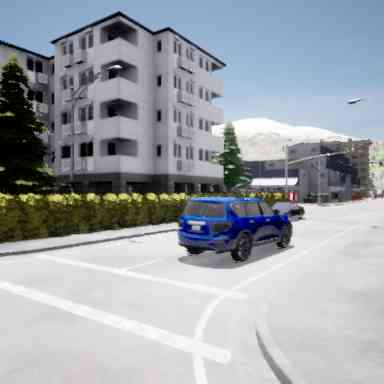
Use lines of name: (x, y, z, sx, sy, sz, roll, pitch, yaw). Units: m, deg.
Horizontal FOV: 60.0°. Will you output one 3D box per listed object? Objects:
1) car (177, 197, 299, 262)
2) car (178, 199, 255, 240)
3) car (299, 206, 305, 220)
car: (1.799, 1.208, 12.412, 2.150, 2.045, 5.566, 0, 0, 39)
car: (1.464, 1.330, 17.812, 2.097, 1.767, 4.553, 0, 0, 35)
car: (7.350, 1.526, 26.279, 2.033, 1.411, 5.357, 0, 0, 35)
